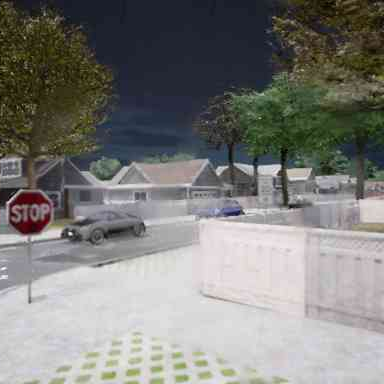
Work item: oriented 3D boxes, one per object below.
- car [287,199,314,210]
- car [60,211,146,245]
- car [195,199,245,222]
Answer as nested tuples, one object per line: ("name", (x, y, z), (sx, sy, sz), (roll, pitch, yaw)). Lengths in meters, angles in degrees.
("car", (13.385, 1.546, 40.968), (1.895, 1.301, 4.718), (-1, 0, 36))
("car", (-4.231, 1.655, 16.342), (1.994, 1.385, 4.181), (-1, 0, 36))
("car", (2.181, 1.388, 25.335), (2.097, 1.767, 4.553), (-1, 0, 36))
